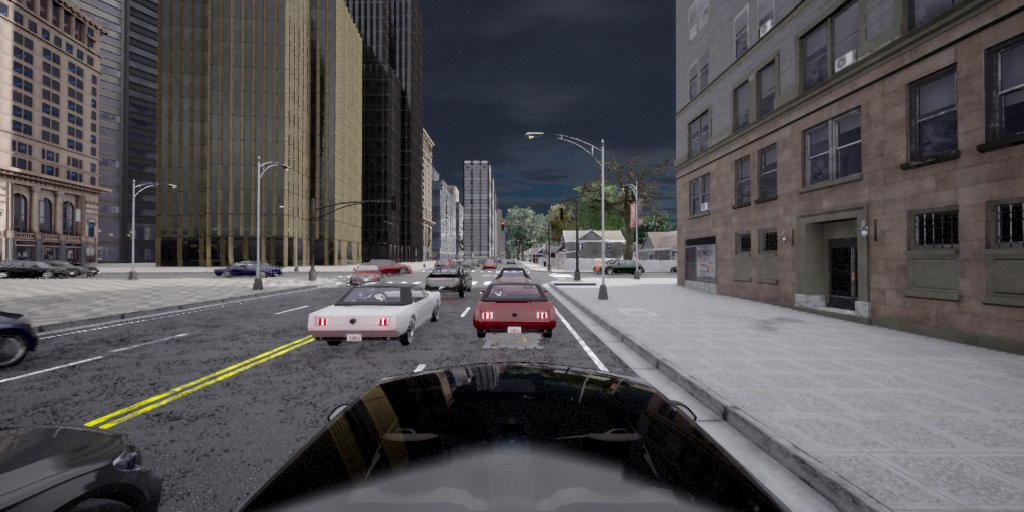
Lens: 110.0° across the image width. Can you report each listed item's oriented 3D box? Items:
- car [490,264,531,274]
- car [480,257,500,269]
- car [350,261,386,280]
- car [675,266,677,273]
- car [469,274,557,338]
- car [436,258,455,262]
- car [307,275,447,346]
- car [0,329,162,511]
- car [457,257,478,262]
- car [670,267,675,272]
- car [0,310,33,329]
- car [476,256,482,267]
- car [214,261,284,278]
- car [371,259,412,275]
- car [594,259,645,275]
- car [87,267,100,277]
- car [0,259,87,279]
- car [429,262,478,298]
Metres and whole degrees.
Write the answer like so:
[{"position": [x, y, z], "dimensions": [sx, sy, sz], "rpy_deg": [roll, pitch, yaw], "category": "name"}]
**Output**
[{"position": [0.055, 1.316, 18.904], "dimensions": [1.994, 1.385, 4.181], "rpy_deg": [0, 0, 0], "category": "car"}, {"position": [-3.312, 1.317, 55.194], "dimensions": [1.994, 1.385, 4.181], "rpy_deg": [0, 0, 0], "category": "car"}, {"position": [-10.096, 1.279, 25.312], "dimensions": [1.812, 1.442, 4.674], "rpy_deg": [1, 0, -18], "category": "car"}, {"position": [20.476, 1.264, 37.910], "dimensions": [4.902, 1.511, 2.128], "rpy_deg": [0, -1, 0], "category": "car"}, {"position": [0.061, 1.351, 10.147], "dimensions": [1.895, 1.301, 4.718], "rpy_deg": [0, 0, 0], "category": "car"}, {"position": [-9.968, 1.105, 52.593], "dimensions": [2.097, 1.767, 4.553], "rpy_deg": [0, 0, 0], "category": "car"}, {"position": [-3.173, 1.352, 9.428], "dimensions": [1.895, 1.301, 4.718], "rpy_deg": [0, 0, 0], "category": "car"}, {"position": [-3.143, 1.275, 0.286], "dimensions": [1.812, 1.442, 4.674], "rpy_deg": [0, 0, 0], "category": "car"}, {"position": [-6.717, 1.258, 54.417], "dimensions": [1.837, 1.490, 4.892], "rpy_deg": [0, 0, 0], "category": "car"}, {"position": [21.115, 1.353, 41.158], "dimensions": [5.357, 1.411, 2.033], "rpy_deg": [0, -1, 0], "category": "car"}, {"position": [-9.856, 1.314, 4.907], "dimensions": [1.994, 1.385, 4.181], "rpy_deg": [0, 0, 0], "category": "car"}, {"position": [-6.715, 1.258, 64.556], "dimensions": [1.837, 1.490, 4.892], "rpy_deg": [0, 0, 0], "category": "car"}, {"position": [-22.648, 1.308, 30.968], "dimensions": [4.718, 1.301, 1.895], "rpy_deg": [0, -1, -3], "category": "car"}, {"position": [-12.375, 1.103, 36.009], "dimensions": [4.553, 1.767, 2.097], "rpy_deg": [0, 0, -15], "category": "car"}, {"position": [11.519, 1.124, 37.947], "dimensions": [4.553, 1.767, 2.097], "rpy_deg": [0, -1, 0], "category": "car"}, {"position": [-41.047, 1.243, 32.845], "dimensions": [4.892, 1.490, 1.837], "rpy_deg": [0, -1, -6], "category": "car"}, {"position": [-39.307, 1.182, 29.749], "dimensions": [5.008, 1.535, 1.882], "rpy_deg": [0, -1, -6], "category": "car"}, {"position": [-3.192, 1.243, 18.682], "dimensions": [2.128, 1.511, 4.902], "rpy_deg": [0, 0, 0], "category": "car"}]
